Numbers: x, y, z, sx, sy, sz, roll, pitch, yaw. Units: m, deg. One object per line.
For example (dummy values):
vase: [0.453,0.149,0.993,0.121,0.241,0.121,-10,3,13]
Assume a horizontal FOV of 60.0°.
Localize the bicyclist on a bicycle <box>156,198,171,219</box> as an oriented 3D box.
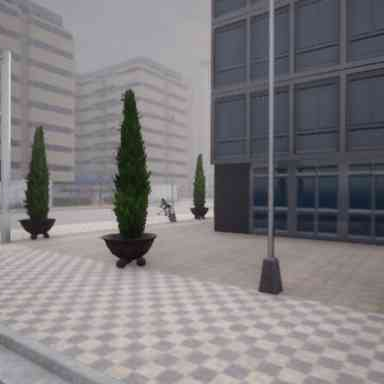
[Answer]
bicyclist on a bicycle: [-2.163,1.291,25.947,1.656,1.620,0.582,0,0,35]
